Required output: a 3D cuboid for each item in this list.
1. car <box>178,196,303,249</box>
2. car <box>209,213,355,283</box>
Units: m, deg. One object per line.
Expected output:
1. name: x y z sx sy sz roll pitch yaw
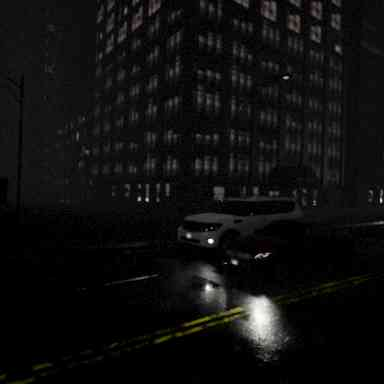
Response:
1. car: 2.149 1.200 13.192 5.566 2.045 2.150 1 0 -35
2. car: 2.980 1.527 9.791 4.674 1.442 1.812 1 0 -36
